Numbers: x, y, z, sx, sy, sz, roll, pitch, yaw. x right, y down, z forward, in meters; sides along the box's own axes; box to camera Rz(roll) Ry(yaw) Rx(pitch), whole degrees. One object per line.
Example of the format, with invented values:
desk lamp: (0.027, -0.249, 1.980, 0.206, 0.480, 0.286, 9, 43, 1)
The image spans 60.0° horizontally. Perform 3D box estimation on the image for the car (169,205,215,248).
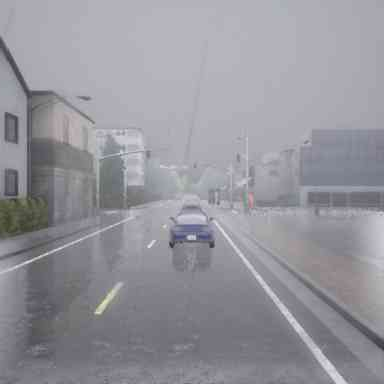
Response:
car: (0.000, 1.531, 14.650, 1.812, 1.442, 4.674, 0, 0, 0)

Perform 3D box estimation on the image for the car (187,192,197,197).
car: (0.000, 1.067, 79.877, 2.150, 2.045, 5.566, 0, 0, 0)

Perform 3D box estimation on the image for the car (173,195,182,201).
car: (-3.500, 1.467, 81.736, 1.812, 1.442, 4.674, 0, 0, 0)

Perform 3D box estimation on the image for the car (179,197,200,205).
car: (0.000, 1.515, 29.650, 1.837, 1.490, 4.892, 0, 0, 0)
